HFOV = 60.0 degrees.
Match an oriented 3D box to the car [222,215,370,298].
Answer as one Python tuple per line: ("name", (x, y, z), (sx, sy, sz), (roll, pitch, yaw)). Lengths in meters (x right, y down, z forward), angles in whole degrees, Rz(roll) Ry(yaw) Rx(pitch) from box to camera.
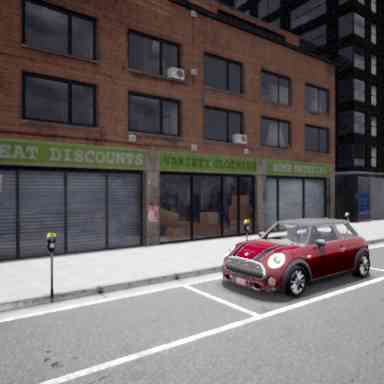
("car", (2.694, 1.435, 8.455), (4.097, 1.590, 1.967), (0, 0, -35))
